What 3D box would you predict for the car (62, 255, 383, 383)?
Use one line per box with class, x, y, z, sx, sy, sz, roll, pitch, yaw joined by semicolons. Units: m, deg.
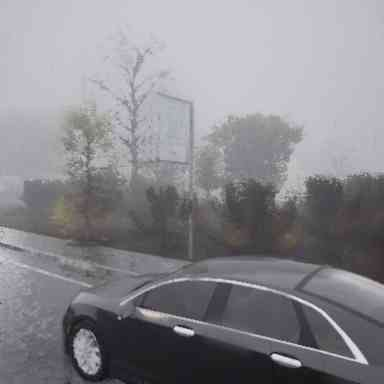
car;0.477;1.515;3.790;4.892;1.490;1.837;0;0;36
